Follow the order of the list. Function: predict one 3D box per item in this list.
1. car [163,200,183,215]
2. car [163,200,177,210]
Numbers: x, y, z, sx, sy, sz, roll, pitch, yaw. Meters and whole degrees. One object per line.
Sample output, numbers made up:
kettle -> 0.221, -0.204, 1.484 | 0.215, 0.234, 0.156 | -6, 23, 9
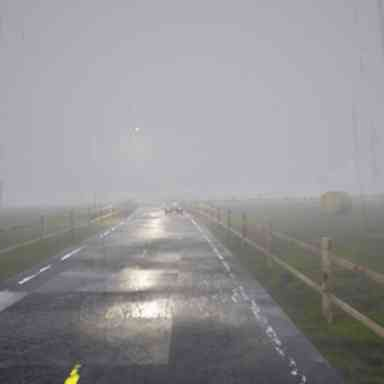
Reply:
car -> -2.003, 1.758, 36.035 | 1.895, 1.301, 4.718 | 0, 0, -5
car -> -3.232, 1.833, 47.881 | 1.895, 1.301, 4.718 | 0, 0, -6
